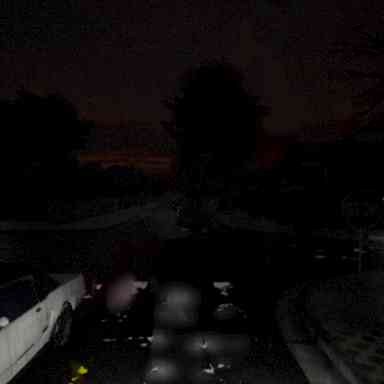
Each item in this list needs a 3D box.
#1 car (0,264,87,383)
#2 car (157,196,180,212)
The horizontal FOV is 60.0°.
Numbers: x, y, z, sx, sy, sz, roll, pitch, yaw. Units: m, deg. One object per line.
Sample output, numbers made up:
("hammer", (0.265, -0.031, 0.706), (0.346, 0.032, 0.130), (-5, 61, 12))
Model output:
("car", (-2.744, 1.590, 3.476), (1.895, 1.301, 4.718), (0, 0, 0))
("car", (-2.658, 1.465, 36.172), (1.895, 1.301, 4.718), (0, 0, 0))
